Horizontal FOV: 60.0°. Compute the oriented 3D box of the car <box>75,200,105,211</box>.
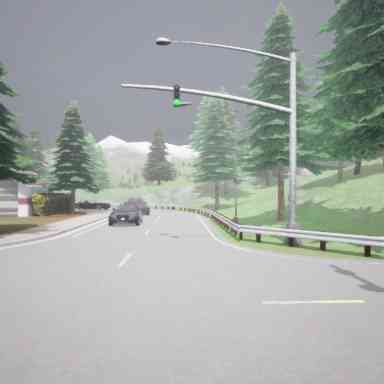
[{"bbox_3d":[-12.367,1.575,40.671,4.718,1.301,1.895,0,0,13],"label":"car"}]

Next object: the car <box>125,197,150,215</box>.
[{"bbox_3d":[-5.619,1.328,33.085,2.097,1.767,4.553,0,0,-21],"label":"car"}]

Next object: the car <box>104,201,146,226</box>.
[{"bbox_3d":[-4.562,1.546,23.316,1.994,1.385,4.181,0,0,-3],"label":"car"}]
